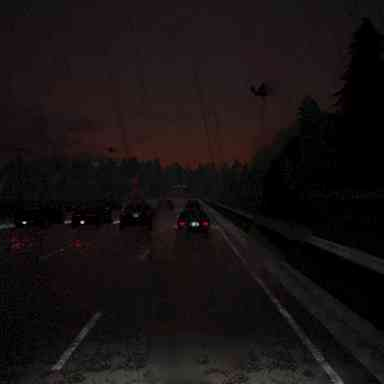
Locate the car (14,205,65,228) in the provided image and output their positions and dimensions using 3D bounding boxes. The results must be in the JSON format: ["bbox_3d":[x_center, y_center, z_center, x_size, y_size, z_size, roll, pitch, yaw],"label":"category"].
[{"bbox_3d":[-10.407,1.647,23.076,1.837,1.490,4.892,0,0,0],"label":"car"}]

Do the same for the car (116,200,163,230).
[{"bbox_3d":[-3.406,1.488,22.315,2.097,1.767,4.553,0,0,0],"label":"car"}]

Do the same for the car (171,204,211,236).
[{"bbox_3d":[0.094,1.664,19.007,2.033,1.411,5.357,0,0,0],"label":"car"}]

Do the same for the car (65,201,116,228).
[{"bbox_3d":[-6.906,1.649,23.358,1.837,1.490,4.892,0,0,0],"label":"car"}]

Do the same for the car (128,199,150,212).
[{"bbox_3d":[-6.911,1.760,43.851,2.128,1.511,4.902,0,0,0],"label":"car"}]

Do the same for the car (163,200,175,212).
[{"bbox_3d":[-3.411,1.773,43.557,1.837,1.490,4.892,0,0,0],"label":"car"}]

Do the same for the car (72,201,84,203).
[{"bbox_3d":[-13.979,1.816,41.305,1.994,1.385,4.181,0,0,1],"label":"car"}]

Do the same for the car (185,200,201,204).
[{"bbox_3d":[0.089,1.773,43.591,1.837,1.490,4.892,0,0,0],"label":"car"}]
